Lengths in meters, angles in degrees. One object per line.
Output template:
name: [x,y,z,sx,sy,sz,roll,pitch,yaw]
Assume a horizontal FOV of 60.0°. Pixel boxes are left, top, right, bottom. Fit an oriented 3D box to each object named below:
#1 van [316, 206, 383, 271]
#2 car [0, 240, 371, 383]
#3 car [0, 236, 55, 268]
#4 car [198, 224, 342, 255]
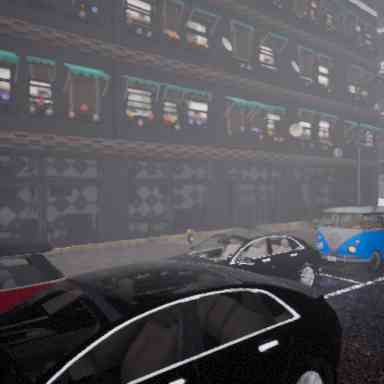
van: [5.623,1.340,10.544,3.998,1.788,1.690,0,-1,-35]
car: [-0.609,1.506,2.944,4.892,1.490,1.837,0,0,-35]
car: [-3.499,1.440,4.038,4.097,1.590,1.967,0,-1,-35]
car: [1.063,1.550,7.289,4.403,1.369,2.008,0,-1,-35]
